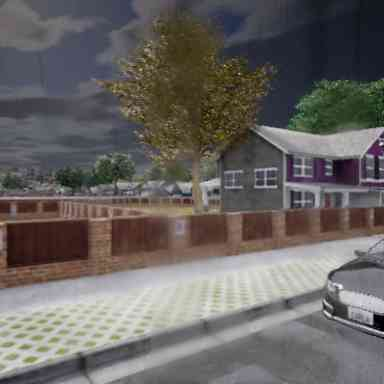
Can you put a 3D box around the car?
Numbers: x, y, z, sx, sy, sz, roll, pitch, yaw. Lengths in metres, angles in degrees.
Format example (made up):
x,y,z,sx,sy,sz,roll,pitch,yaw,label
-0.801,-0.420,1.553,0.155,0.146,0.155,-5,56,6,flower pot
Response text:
x,y,z,sx,sy,sz,roll,pitch,yaw,label
4.418,1.519,6.193,4.902,1.511,2.128,0,0,-35,car
